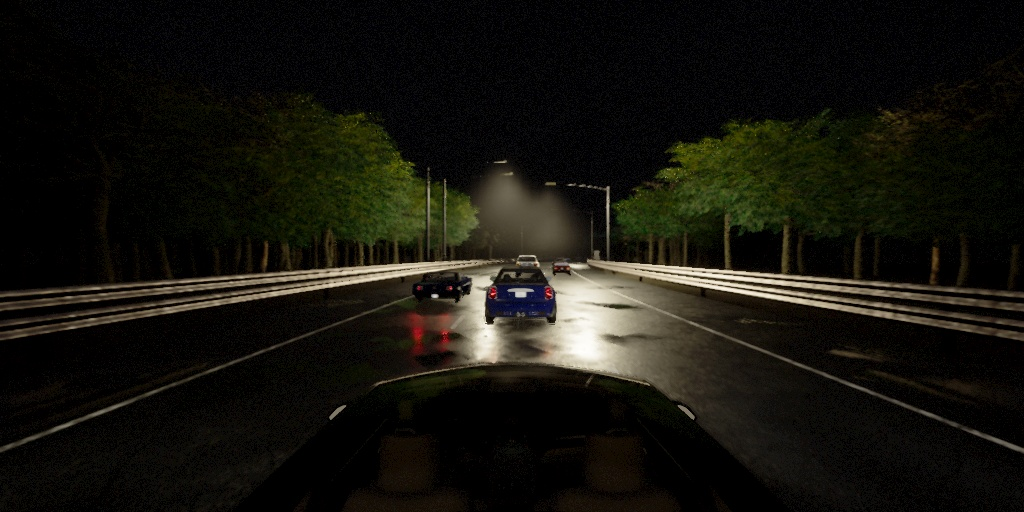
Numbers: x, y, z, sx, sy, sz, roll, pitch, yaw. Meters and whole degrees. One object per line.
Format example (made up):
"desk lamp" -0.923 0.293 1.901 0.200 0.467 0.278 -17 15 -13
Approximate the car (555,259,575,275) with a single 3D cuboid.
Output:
"car" 5.298 1.296 38.712 2.033 1.411 5.357 0 0 6

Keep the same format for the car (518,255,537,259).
"car" 1.568 0.968 34.901 2.150 2.045 5.566 0 0 5

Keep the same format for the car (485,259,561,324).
"car" 0.296 1.102 12.188 2.097 1.767 4.553 0 0 1

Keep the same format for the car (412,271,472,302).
"car" -3.059 1.346 16.854 1.895 1.301 4.718 0 0 2
